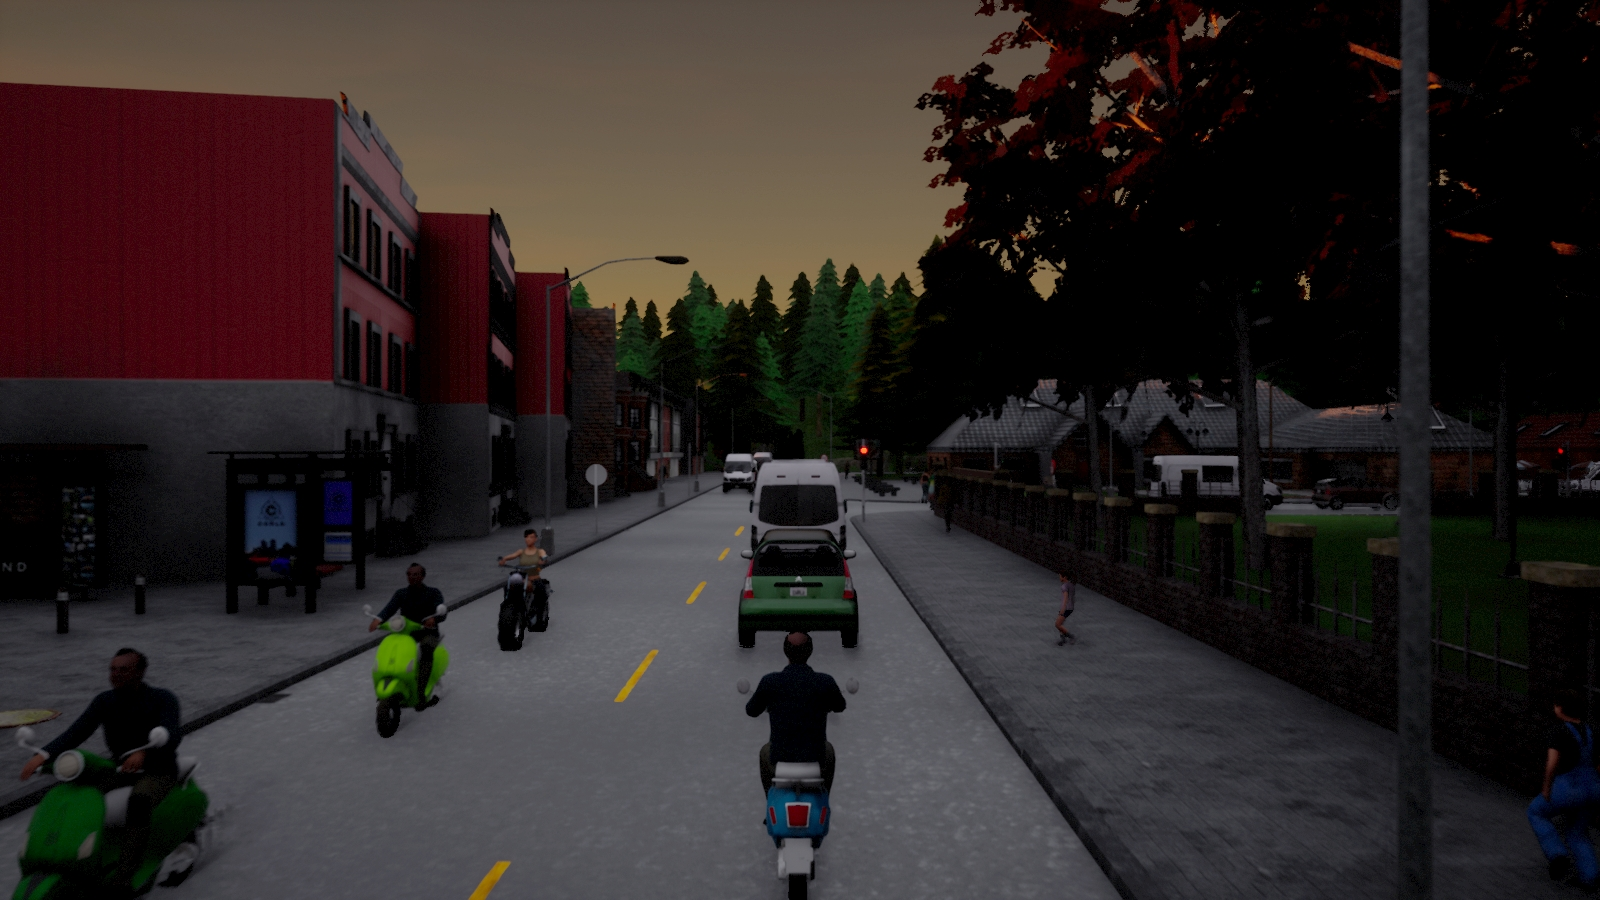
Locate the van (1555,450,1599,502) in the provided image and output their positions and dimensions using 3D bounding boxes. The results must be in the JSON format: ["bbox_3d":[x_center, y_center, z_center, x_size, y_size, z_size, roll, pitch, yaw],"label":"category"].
[{"bbox_3d":[41.591,1.315,57.268,5.915,2.561,1.988,0,-1,20],"label":"van"}]

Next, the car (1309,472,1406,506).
[{"bbox_3d":[26.116,1.806,53.614,3.705,1.549,1.789,0,0,0],"label":"car"}]

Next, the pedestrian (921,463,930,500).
[{"bbox_3d":[6.479,1.629,59.170,0.375,1.860,0.375,0,0,21],"label":"pedestrian"}]

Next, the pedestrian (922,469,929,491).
[{"bbox_3d":[7.569,1.804,69.114,0.375,1.300,0.375,0,0,1],"label":"pedestrian"}]

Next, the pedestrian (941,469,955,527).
[{"bbox_3d":[4.733,1.526,36.594,0.375,1.860,0.375,0,0,-1],"label":"pedestrian"}]

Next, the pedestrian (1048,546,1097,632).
[{"bbox_3d":[3.752,1.905,15.721,0.500,1.100,0.500,0,0,35],"label":"pedestrian"}]

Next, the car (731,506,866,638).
[{"bbox_3d":[-0.027,1.780,17.709,1.851,1.617,3.988,0,0,0],"label":"car"}]

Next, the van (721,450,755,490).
[{"bbox_3d":[-4.116,1.315,77.186,1.988,2.561,5.915,0,0,0],"label":"van"}]

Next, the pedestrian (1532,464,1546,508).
[{"bbox_3d":[31.392,1.525,48.534,0.375,1.860,0.375,0,0,0],"label":"pedestrian"}]

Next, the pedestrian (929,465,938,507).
[{"bbox_3d":[6.049,1.629,51.794,0.375,1.860,0.375,0,0,14],"label":"pedestrian"}]

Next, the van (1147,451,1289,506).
[{"bbox_3d":[19.579,1.315,53.676,5.915,2.561,1.988,0,0,1],"label":"van"}]

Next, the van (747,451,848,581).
[{"bbox_3d":[-0.048,1.314,25.462,1.988,2.561,5.915,0,0,0],"label":"van"}]

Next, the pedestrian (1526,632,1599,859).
[{"bbox_3d":[4.790,1.805,7.056,0.375,1.300,0.375,0,0,-1],"label":"pedestrian"}]
